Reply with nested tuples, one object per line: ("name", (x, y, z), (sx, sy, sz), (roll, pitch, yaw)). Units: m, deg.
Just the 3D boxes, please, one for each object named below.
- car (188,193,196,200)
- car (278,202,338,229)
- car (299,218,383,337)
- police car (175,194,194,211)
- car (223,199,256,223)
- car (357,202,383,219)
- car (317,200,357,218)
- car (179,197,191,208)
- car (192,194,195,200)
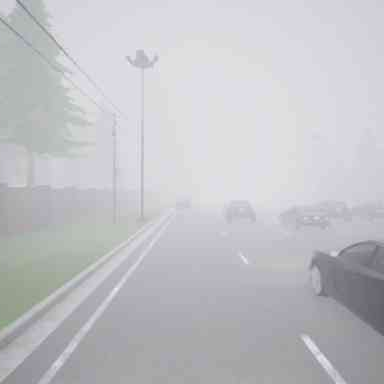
("car", (0.020, 1.244, 91.127), (2.097, 1.767, 4.553), (0, 0, 0))
("car", (7.099, 1.565, 21.471), (2.033, 1.411, 5.357), (0, 0, 0))
("car", (3.590, 1.482, 5.552), (1.882, 1.535, 5.008), (0, 0, 0))
("police car", (-1.042, 1.459, 41.124), (1.930, 1.638, 5.238), (0, 0, 0))
("car", (3.602, 1.373, 26.086), (2.097, 1.767, 4.553), (0, 0, 0))
("car", (14.102, 1.513, 26.373), (2.128, 1.511, 4.902), (0, 0, 0))
("car", (10.601, 1.373, 26.083), (2.097, 1.767, 4.553), (0, 0, 0))
("car", (-1.040, 1.568, 51.014), (1.812, 1.442, 4.674), (0, 0, 0))
("car", (-1.040, 1.398, 56.984), (2.097, 1.767, 4.553), (0, 0, 0))
